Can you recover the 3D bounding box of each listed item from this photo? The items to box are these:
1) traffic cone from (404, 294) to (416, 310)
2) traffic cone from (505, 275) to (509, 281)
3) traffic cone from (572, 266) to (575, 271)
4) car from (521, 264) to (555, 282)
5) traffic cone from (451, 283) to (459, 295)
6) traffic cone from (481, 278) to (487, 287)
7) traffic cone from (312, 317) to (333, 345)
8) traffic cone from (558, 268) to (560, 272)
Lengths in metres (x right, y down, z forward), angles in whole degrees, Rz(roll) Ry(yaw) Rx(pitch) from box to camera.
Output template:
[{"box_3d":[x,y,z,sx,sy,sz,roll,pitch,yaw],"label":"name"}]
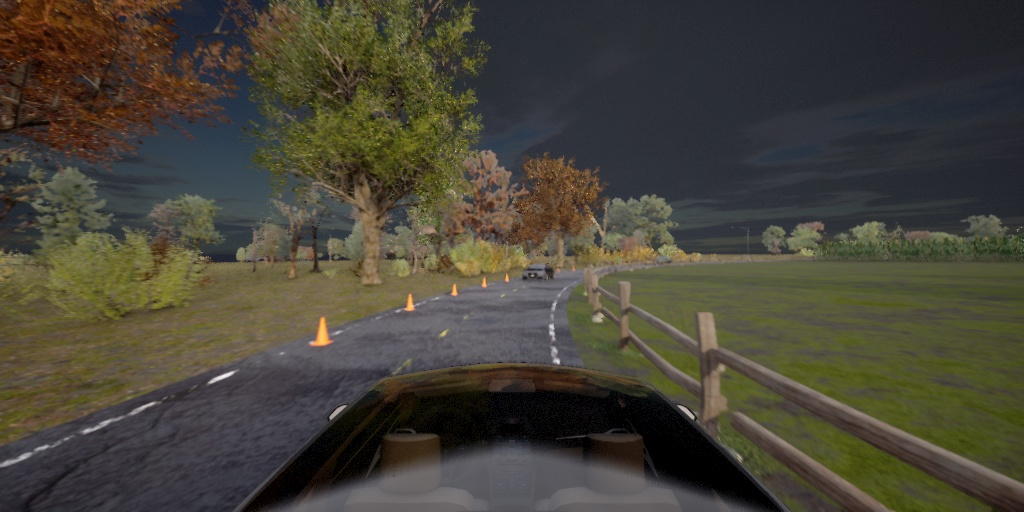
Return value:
[{"box_3d":[-3.776,1.688,13.275,0.340,0.580,0.340,0,0,8],"label":"traffic cone"},{"box_3d":[-0.397,1.694,28.313,0.340,0.580,0.340,0,0,18],"label":"traffic cone"},{"box_3d":[8.069,1.619,47.015,0.340,0.580,0.340,0,0,31],"label":"traffic cone"},{"box_3d":[2.214,1.311,29.247,1.994,1.385,4.181,0,0,19],"label":"car"},{"box_3d":[-2.942,1.692,18.350,0.340,0.580,0.340,0,0,11],"label":"traffic cone"},{"box_3d":[-1.815,1.696,23.368,0.340,0.580,0.340,0,0,14],"label":"traffic cone"},{"box_3d":[-4.312,1.686,8.159,0.340,0.580,0.340,0,0,4],"label":"traffic cone"},{"box_3d":[5.547,1.648,42.533,0.340,0.580,0.340,0,0,28],"label":"traffic cone"}]
